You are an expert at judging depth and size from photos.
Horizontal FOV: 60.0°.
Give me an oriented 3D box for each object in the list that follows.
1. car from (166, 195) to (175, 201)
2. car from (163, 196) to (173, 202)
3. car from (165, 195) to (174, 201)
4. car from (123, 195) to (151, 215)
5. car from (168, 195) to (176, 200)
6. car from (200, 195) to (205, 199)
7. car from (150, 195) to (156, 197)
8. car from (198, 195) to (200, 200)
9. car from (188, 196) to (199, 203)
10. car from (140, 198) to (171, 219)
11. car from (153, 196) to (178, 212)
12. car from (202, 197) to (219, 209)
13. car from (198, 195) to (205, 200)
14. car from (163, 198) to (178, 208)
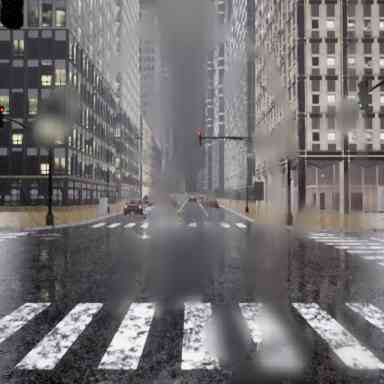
[{"bbox_3d":[-5.678,1.577,89.455,2.008,1.369,4.403,1,0,0],"label":"car"},{"bbox_3d":[-5.677,1.573,78.305,2.008,1.369,4.403,1,0,0],"label":"car"},{"bbox_3d":[-5.678,1.569,83.880,1.887,1.381,4.507,1,0,0],"label":"car"},{"bbox_3d":[-5.675,1.449,33.704,1.967,1.590,4.097,1,0,0],"label":"car"},{"bbox_3d":[-5.678,1.594,95.030,1.947,1.339,4.313,1,0,0],"label":"car"},{"bbox_3d":[2.704,1.541,56.242,1.752,1.417,4.829,1,0,0],"label":"car"},{"bbox_3d":[-5.672,1.327,44.854,2.192,1.841,5.009,1,0,0],"label":"car"},{"bbox_3d":[2.703,1.583,61.649,1.947,1.339,4.313,1,0,0],"label":"car"},{"bbox_3d":[0.082,1.566,70.418,2.033,1.411,5.357,0,0,0],"label":"car"},{"bbox_3d":[-3.105,1.533,29.176,1.812,1.442,4.674,0,0,0],"label":"car"},{"bbox_3d":[-3.101,1.558,38.840,2.033,1.411,5.357,0,0,0],"label":"car"},{"bbox_3d":[2.702,1.594,44.916,1.802,1.307,4.206,1,0,0],"label":"car"},{"bbox_3d":[2.702,1.573,95.112,1.887,1.381,4.507,1,0,0],"label":"car"},{"bbox_3d":[-3.094,1.614,49.134,1.895,1.301,4.718,0,0,0],"label":"car"}]
